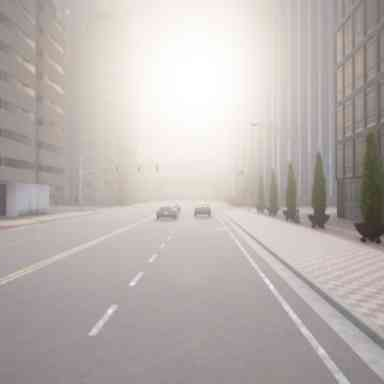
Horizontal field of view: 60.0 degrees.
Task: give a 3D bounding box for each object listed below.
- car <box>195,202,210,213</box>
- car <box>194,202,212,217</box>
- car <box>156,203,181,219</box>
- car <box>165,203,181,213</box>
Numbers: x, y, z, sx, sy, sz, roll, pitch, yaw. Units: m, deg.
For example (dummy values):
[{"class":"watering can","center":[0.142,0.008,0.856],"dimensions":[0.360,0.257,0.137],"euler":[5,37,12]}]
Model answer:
[{"class":"car","center":[1.475,2.142,47.201],"dimensions":[2.033,1.411,5.357],"euler":[0,-1,2]},{"class":"car","center":[1.204,1.961,37.276],"dimensions":[2.128,1.511,4.902],"euler":[0,-1,2]},{"class":"car","center":[-2.405,1.981,33.469],"dimensions":[1.994,1.385,4.181],"euler":[0,-1,2]},{"class":"car","center":[-2.766,2.190,47.278],"dimensions":[1.895,1.301,4.718],"euler":[0,-1,-9]}]
